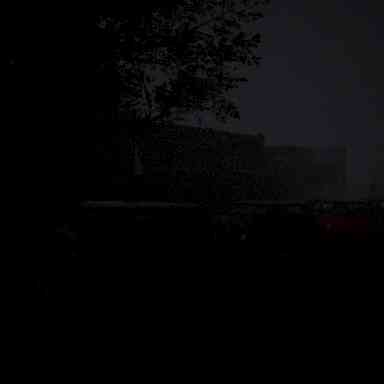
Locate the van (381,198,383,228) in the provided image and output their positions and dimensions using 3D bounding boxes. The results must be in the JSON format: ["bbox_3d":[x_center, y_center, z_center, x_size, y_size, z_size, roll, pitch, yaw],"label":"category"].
[{"bbox_3d":[11.344,1.354,20.022,1.878,1.987,4.442,3,1,45],"label":"van"}]

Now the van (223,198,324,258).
[{"bbox_3d":[2.891,1.266,12.698,4.442,1.987,1.878,2,0,-40],"label":"van"}]

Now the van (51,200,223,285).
[{"bbox_3d":[-1.503,1.237,9.259,4.442,1.987,1.878,2,0,-39],"label":"van"}]

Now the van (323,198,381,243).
[{"bbox_3d":[7.179,1.305,16.286,4.442,1.987,1.878,2,0,-40],"label":"van"}]
